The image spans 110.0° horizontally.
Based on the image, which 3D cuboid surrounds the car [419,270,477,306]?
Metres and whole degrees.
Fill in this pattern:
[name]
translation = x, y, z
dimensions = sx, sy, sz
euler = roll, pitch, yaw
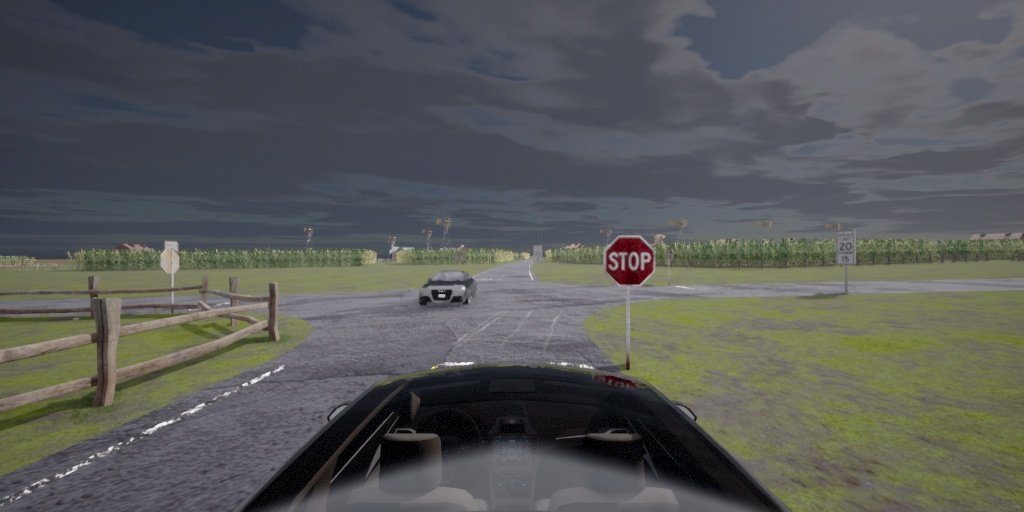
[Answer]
[car]
translation = -2.660, 1.328, 15.651
dimensions = 1.994, 1.385, 4.181
euler = -1, 0, 1
